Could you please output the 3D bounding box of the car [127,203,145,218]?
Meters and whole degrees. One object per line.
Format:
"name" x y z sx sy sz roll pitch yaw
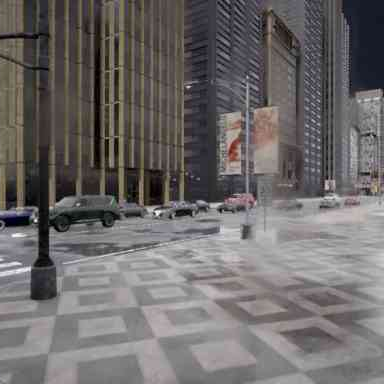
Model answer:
"car" -5.672 1.576 27.992 1.994 1.385 4.181 0 0 35

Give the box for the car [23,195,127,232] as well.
"car" -6.994 1.232 20.549 2.150 2.045 5.566 0 0 36

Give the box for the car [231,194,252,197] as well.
"car" 6.378 1.263 44.787 2.150 2.045 5.566 0 0 37

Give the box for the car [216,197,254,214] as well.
"car" 4.784 1.585 37.017 2.033 1.411 5.357 0 0 35

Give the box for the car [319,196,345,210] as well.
"car" 18.633 1.617 44.905 2.033 1.411 5.357 0 0 36

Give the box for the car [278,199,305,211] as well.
"car" 12.544 1.603 41.969 2.033 1.411 5.357 0 0 36

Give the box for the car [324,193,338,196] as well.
"car" 25.113 1.303 59.563 2.150 2.045 5.566 0 -1 36

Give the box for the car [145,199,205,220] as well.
"car" -1.323 1.514 28.487 2.128 1.511 4.902 0 0 36

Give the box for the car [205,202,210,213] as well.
"car" 0.243 1.552 36.260 1.812 1.442 4.674 0 0 36

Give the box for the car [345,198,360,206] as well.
"car" 27.967 1.658 57.968 1.994 1.385 4.181 0 0 35

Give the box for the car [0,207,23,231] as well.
"car" -10.796 1.602 20.819 1.895 1.301 4.718 0 0 35
